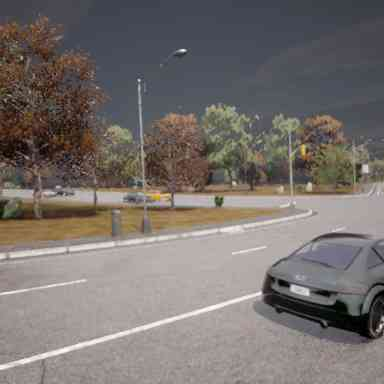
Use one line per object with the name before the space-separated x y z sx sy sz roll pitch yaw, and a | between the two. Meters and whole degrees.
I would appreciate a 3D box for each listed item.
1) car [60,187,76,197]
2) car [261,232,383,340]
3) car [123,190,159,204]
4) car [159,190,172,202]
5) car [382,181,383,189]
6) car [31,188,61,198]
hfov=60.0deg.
car | -22.527 -0.030 58.327 4.892 1.490 1.837 2 4 33
car | 3.289 1.507 6.570 4.181 1.385 1.994 -1 1 -39
car | -7.081 0.722 44.127 4.674 1.442 1.812 1 4 33
car | -4.811 0.504 46.821 5.008 1.535 1.882 1 4 33
car | 32.687 -1.281 54.599 2.150 2.045 5.566 -1 2 31
car | -24.613 0.226 55.522 4.718 1.301 1.895 2 4 32
